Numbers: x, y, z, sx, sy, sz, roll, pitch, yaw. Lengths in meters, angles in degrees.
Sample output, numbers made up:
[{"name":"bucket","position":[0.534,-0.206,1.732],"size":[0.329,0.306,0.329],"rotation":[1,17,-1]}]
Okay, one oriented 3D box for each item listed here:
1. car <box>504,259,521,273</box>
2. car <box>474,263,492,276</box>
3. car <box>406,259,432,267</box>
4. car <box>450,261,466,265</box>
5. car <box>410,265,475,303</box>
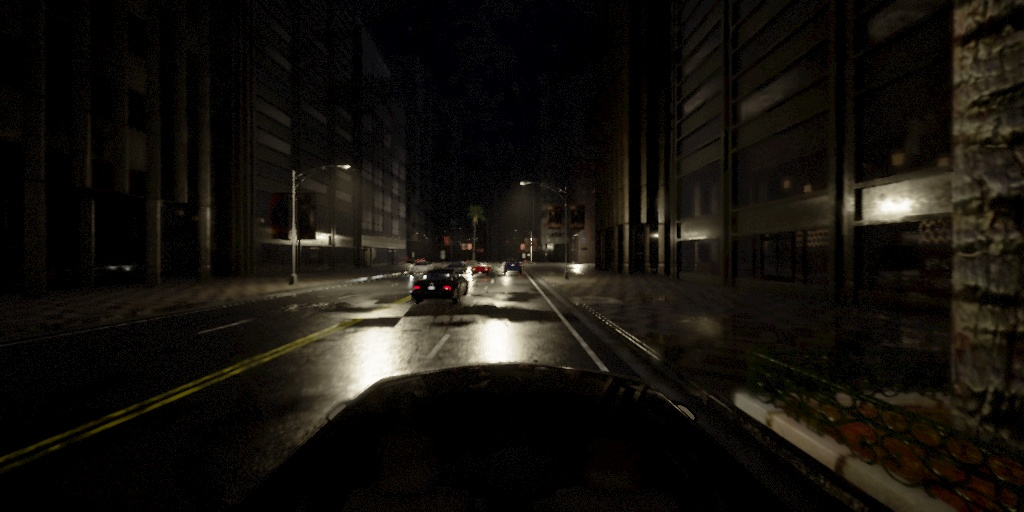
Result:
[{"name":"car","position":[0.084,1.123,44.256],"size":[2.097,1.767,4.553],"rotation":[0,0,0]},{"name":"car","position":[-3.164,1.368,37.962],"size":[1.895,1.301,4.718],"rotation":[0,0,0]},{"name":"car","position":[-9.803,1.296,39.424],"size":[1.812,1.442,4.674],"rotation":[0,0,1]},{"name":"car","position":[-6.522,1.320,42.895],"size":[2.033,1.411,5.357],"rotation":[0,0,0]},{"name":"car","position":[-3.159,1.301,16.600],"size":[2.033,1.411,5.357],"rotation":[0,0,0]}]
